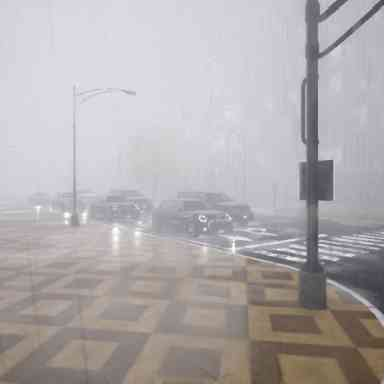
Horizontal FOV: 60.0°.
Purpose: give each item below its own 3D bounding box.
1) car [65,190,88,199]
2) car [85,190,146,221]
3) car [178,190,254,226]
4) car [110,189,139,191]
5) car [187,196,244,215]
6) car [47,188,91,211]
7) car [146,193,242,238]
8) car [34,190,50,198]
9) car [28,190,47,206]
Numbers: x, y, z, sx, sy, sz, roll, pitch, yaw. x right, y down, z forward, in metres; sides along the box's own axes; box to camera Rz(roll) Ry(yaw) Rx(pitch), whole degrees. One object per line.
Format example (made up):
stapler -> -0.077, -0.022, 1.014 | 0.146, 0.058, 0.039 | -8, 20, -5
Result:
car -> -20.165, 0.479, 58.112 | 2.033, 1.411, 5.357 | 0, 1, -40
car -> -5.488, 0.965, 23.342 | 2.097, 1.767, 4.553 | 0, 1, -38
car -> 1.118, 0.950, 20.194 | 2.150, 2.045, 5.566 | 0, 1, -40
car -> -5.507, 0.754, 28.616 | 2.150, 2.045, 5.566 | 0, 1, -38
car -> 2.019, 1.140, 29.862 | 2.033, 1.411, 5.357 | 0, 1, -38
car -> -11.522, 0.786, 31.004 | 2.097, 1.767, 4.553 | 0, 1, -38
car -> -0.072, 1.124, 16.499 | 2.097, 1.767, 4.553 | 0, 1, -38
car -> -28.753, 0.281, 63.747 | 1.812, 1.442, 4.674 | 0, 1, -38
car -> -17.838, 0.771, 39.079 | 1.812, 1.442, 4.674 | 0, 1, -38
